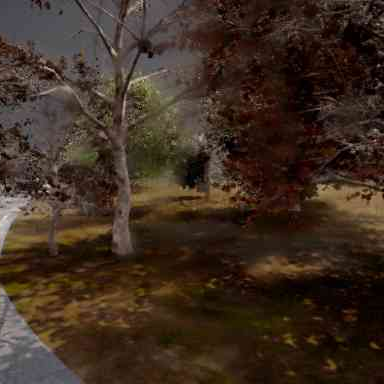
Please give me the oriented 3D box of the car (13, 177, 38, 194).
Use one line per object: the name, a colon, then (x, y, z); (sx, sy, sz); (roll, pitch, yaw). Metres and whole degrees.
car: (-20.910, -0.864, 41.697); (2.150, 2.045, 5.566); (0, 3, -19)
